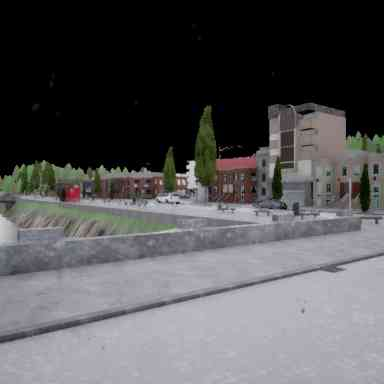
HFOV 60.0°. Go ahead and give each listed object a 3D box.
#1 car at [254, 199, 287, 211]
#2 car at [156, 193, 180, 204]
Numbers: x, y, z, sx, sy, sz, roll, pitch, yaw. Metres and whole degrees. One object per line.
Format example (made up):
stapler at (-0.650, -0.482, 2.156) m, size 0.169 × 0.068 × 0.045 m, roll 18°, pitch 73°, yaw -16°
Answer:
car at (9.602, 1.564, 40.967) m, size 1.994 × 1.385 × 4.181 m, roll 0°, pitch 0°, yaw -36°
car at (-4.434, 1.223, 60.599) m, size 2.150 × 2.045 × 5.566 m, roll 0°, pitch 0°, yaw -35°
